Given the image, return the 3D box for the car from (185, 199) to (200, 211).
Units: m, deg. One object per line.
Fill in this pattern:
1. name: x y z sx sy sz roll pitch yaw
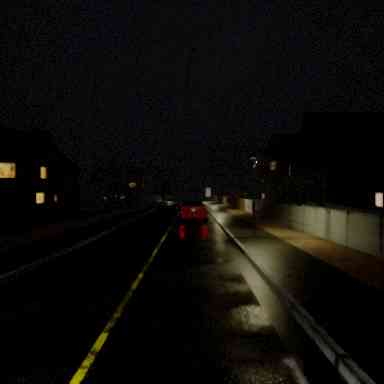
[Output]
1. car: 0.084 1.663 43.518 1.895 1.301 4.718 0 0 0

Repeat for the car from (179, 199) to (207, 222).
1. car: 0.092 1.378 26.769 2.097 1.767 4.553 0 0 0
